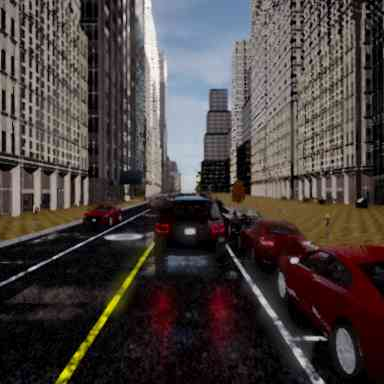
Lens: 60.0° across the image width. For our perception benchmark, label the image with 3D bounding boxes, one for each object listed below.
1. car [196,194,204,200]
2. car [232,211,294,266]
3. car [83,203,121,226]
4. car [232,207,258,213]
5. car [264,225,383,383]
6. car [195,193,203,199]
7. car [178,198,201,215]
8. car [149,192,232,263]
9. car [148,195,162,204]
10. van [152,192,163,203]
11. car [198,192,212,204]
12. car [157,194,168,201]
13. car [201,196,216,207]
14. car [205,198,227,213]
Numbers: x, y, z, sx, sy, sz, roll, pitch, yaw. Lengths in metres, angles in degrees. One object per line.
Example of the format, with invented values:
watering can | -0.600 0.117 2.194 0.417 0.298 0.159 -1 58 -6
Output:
car | 1.879 1.102 79.206 1.802 1.307 4.206 0 0 -1
car | 2.588 1.500 10.943 1.802 1.307 4.206 0 0 -1
car | -5.910 1.435 22.256 1.887 1.381 4.507 0 0 -1
car | 2.529 1.434 16.631 2.008 1.369 4.403 0 0 -1
car | 2.647 1.498 5.254 1.887 1.381 4.507 0 0 -1
car | 1.820 1.033 84.893 1.887 1.381 4.507 0 0 -1
car | -0.236 1.350 32.340 2.033 1.411 5.357 0 0 -1
car | -0.057 1.149 11.799 2.150 2.045 5.566 0 1 0
car | -6.265 1.239 56.388 2.008 1.369 4.403 0 0 -1
van | -6.323 0.997 62.076 1.690 1.788 3.998 0 0 -1
car | 2.116 0.963 56.450 2.192 1.841 5.009 0 0 -1
car | -6.442 1.143 73.454 2.008 1.369 4.403 0 0 -1
car | 2.232 1.238 45.244 1.752 1.417 4.829 0 0 -1
car | 2.352 1.347 33.696 1.947 1.339 4.313 0 0 -1
